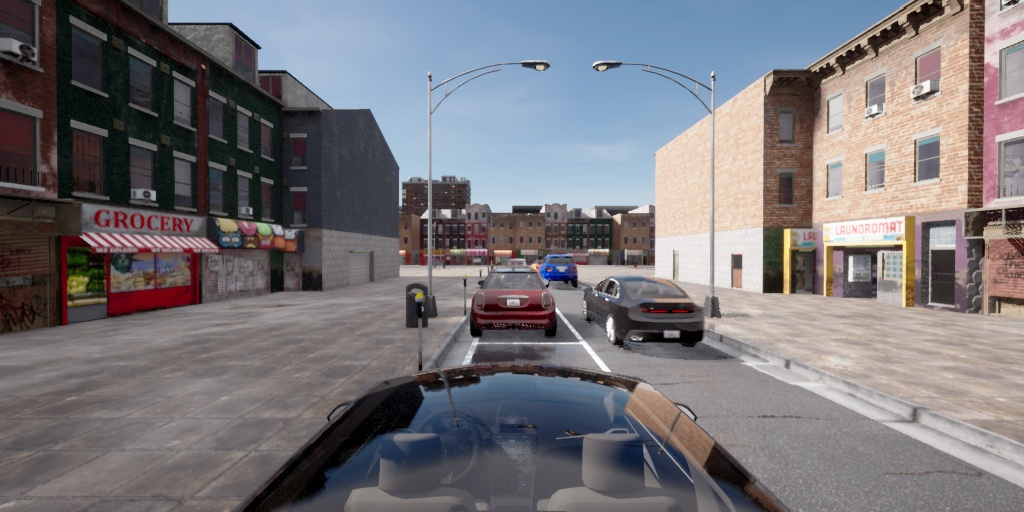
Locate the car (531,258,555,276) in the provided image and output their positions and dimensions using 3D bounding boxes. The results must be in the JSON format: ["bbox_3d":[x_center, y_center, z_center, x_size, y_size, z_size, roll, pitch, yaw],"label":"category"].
[{"bbox_3d":[3.117,1.113,37.243,2.097,1.767,4.553,0,0,0],"label":"car"}]

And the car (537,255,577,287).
[{"bbox_3d":[3.018,0.971,24.183,2.150,2.045,5.566,0,0,0],"label":"car"}]

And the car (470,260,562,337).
[{"bbox_3d":[0.033,1.102,10.471,2.097,1.767,4.553,0,0,0],"label":"car"}]

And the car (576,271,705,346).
[{"bbox_3d":[3.118,1.256,9.409,1.837,1.490,4.892,0,0,0],"label":"car"}]
